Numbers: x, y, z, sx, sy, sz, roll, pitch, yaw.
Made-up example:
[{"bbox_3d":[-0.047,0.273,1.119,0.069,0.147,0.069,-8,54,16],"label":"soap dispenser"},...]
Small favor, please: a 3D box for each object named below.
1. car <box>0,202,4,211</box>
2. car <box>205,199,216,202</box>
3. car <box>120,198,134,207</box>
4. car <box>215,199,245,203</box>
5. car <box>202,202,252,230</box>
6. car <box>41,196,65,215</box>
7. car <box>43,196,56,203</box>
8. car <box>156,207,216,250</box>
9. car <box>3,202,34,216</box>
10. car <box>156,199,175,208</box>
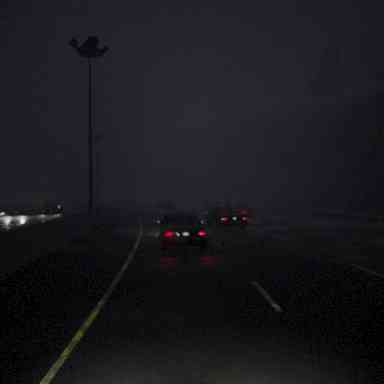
[{"bbox_3d":[-24.713,1.961,43.104,1.994,1.385,4.181,0,0,-18],"label":"car"},{"bbox_3d":[3.055,1.682,48.874,1.812,1.442,4.674,0,0,-18],"label":"car"},{"bbox_3d":[-11.308,1.819,57.775,2.128,1.511,4.902,0,0,-22],"label":"car"},{"bbox_3d":[3.996,1.558,31.041,1.882,1.535,5.008,0,0,-11],"label":"car"},{"bbox_3d":[2.108,1.611,21.802,2.033,1.411,5.357,0,0,-9],"label":"car"},{"bbox_3d":[-15.966,1.649,38.399,2.097,1.767,4.553,0,0,-16],"label":"car"},{"bbox_3d":[-32.690,1.691,76.171,1.882,1.535,5.008,0,0,-32],"label":"car"},{"bbox_3d":[-0.517,1.609,14.780,2.033,1.411,5.357,0,0,-7],"label":"car"},{"bbox_3d":[-19.332,1.927,37.567,1.895,1.301,4.718,0,0,-15],"label":"car"},{"bbox_3d":[-3.834,1.694,47.492,1.882,1.535,5.008,0,0,-18],"label":"car"}]
